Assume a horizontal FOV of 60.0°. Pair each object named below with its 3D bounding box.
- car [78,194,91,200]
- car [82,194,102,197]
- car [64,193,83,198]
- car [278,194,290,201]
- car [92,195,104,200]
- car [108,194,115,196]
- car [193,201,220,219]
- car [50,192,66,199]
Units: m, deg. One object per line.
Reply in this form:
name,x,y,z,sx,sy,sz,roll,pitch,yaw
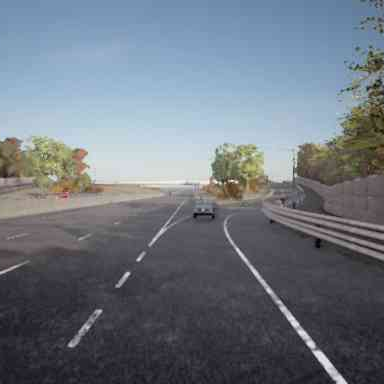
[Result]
car,-28.002,1.336,86.699,1.882,1.535,5.008,0,0,0
car,-21.002,1.426,70.450,1.994,1.385,4.181,0,0,0
car,-24.502,1.413,70.450,2.033,1.411,5.357,0,0,0
car,22.823,1.658,83.639,1.837,1.490,4.892,0,3,20
car,-24.502,1.453,86.670,1.895,1.301,4.718,0,0,0
car,-21.002,1.358,86.699,1.837,1.490,4.892,0,0,0
car,1.330,1.506,28.730,2.033,1.411,5.357,0,-1,10
car,-28.002,1.098,70.419,2.150,2.045,5.566,0,0,0
